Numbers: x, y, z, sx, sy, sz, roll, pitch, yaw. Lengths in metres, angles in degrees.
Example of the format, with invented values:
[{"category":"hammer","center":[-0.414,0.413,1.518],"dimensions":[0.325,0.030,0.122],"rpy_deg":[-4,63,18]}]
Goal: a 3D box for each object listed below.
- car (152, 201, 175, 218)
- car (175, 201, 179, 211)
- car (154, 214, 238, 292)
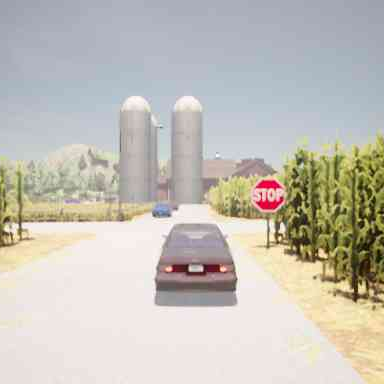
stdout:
[{"category":"car","center":[-3.133,1.902,35.585],"dimensions":[1.882,1.535,5.008],"rpy_deg":[0,-1,0]},{"category":"car","center":[-3.088,2.155,51.694],"dimensions":[1.882,1.535,5.008],"rpy_deg":[0,0,0]},{"category":"car","center":[0.092,1.546,9.016],"dimensions":[2.033,1.411,5.357],"rpy_deg":[0,0,0]}]
